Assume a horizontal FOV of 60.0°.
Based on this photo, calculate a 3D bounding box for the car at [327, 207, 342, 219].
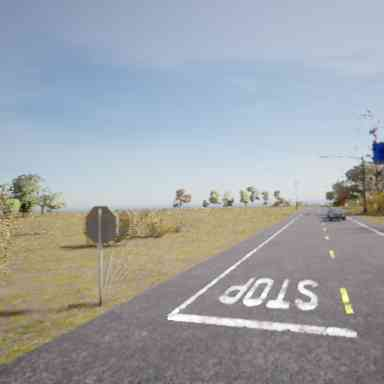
[{"bbox_3d":[20.784,3.025,48.614,1.837,1.490,4.892,-3,-2,21],"label":"car"}]

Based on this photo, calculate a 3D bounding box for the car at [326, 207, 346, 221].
[{"bbox_3d":[18.170,2.836,41.572,2.033,1.411,5.357,-3,-3,21],"label":"car"}]
